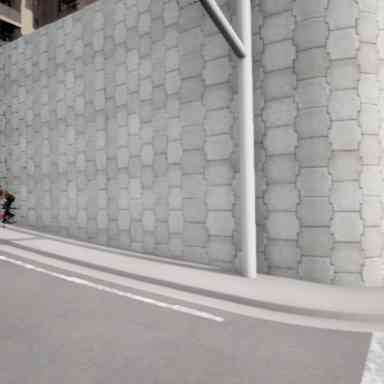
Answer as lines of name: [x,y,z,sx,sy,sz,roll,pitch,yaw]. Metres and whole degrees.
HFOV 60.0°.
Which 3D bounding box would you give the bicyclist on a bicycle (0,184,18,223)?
bicyclist on a bicycle: [-7.564,0.506,13.245,0.582,1.620,1.656,6,4,33]
